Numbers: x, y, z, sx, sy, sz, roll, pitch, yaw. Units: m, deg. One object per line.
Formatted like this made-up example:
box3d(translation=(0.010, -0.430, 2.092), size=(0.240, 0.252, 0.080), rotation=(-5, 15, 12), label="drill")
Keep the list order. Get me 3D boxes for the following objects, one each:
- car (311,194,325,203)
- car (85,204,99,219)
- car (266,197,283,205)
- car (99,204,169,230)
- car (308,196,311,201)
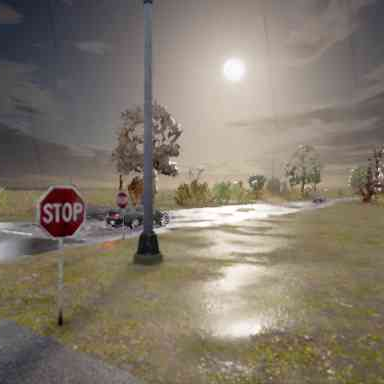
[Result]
box3d(translation=(28.617, 1.590, 74.590), size=(2.097, 1.767, 4.553), rotation=(0, 0, 28), label="car")
box3d(translation=(-8.822, 1.647, 26.835), size=(2.033, 1.411, 5.357), rotation=(0, 0, 34), label="car")
box3d(translation=(15.805, 1.686, 63.654), size=(1.882, 1.535, 5.008), rotation=(0, 0, 34), label="car")
box3d(translation=(-3.489, 1.587, 22.182), size=(1.837, 1.490, 4.892), rotation=(0, 0, 34), label="car")
box3d(translation=(33.047, 1.476, 89.439), size=(2.150, 2.045, 5.566), rotation=(0, 0, 34), label="car")
